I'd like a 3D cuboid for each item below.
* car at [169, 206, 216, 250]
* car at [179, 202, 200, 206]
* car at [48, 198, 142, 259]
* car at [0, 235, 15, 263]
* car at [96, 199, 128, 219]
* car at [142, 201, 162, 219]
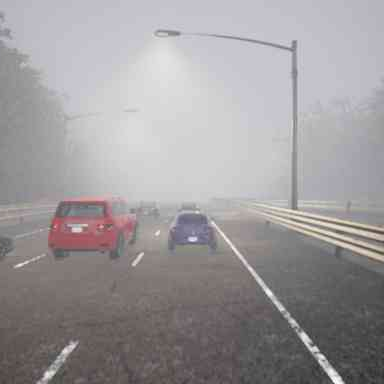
[{"bbox_3d":[0.006,1.531,14.283,1.812,1.442,4.674,0,0,-1],"label":"car"},{"bbox_3d":[-0.235,1.586,29.705,1.994,1.385,4.181,0,0,-1],"label":"car"},{"bbox_3d":[-3.475,1.226,12.684,2.150,2.045,5.566,0,0,-1],"label":"car"},{"bbox_3d":[-6.944,1.551,8.865,2.033,1.411,5.357,0,0,0],"label":"car"},{"bbox_3d":[-7.257,1.504,30.767,1.882,1.535,5.008,0,0,-1],"label":"car"},{"bbox_3d":[-3.725,1.515,29.201,2.128,1.511,4.902,0,0,-1],"label":"car"}]
